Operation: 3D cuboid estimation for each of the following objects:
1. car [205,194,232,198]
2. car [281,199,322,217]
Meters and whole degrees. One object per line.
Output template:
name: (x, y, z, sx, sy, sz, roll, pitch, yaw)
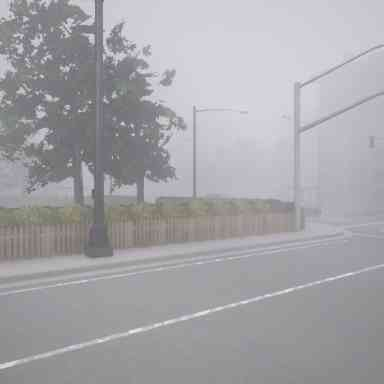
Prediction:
car: (3.651, 1.218, 39.625, 2.150, 2.045, 5.566, 0, 0, -35)
car: (9.618, 1.478, 31.006, 1.882, 1.535, 5.008, 0, 0, -35)
